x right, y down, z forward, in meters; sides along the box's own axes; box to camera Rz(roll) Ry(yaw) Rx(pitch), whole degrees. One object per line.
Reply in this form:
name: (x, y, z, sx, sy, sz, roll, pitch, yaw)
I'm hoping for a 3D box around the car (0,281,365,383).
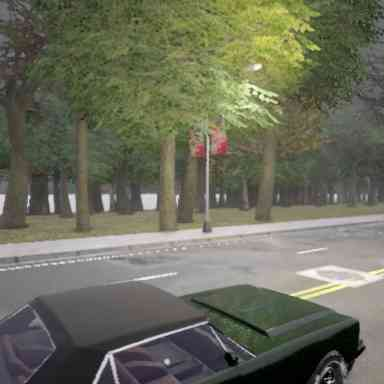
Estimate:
car: (-0.381, 1.603, 3.164, 4.718, 1.301, 1.895, 0, 0, -35)
